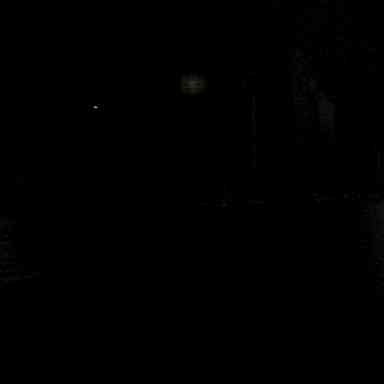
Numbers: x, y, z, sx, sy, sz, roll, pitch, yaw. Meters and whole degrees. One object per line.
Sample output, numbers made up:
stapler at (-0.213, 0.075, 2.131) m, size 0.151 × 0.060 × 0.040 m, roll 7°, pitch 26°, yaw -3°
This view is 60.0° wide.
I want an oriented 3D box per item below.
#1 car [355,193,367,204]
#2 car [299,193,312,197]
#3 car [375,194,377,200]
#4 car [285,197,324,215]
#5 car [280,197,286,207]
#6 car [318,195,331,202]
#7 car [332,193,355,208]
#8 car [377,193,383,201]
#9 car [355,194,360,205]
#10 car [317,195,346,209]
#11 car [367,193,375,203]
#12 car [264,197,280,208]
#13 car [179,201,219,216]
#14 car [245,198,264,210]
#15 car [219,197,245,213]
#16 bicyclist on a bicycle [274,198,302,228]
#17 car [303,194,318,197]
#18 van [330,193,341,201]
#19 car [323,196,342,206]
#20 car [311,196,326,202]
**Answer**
car at (26.764, 1.119, 54.707) m, size 2.192 × 1.841 × 5.009 m, roll 0°, pitch 0°, yaw 35°
car at (19.759, 1.416, 59.564) m, size 1.887 × 1.381 × 4.507 m, roll 0°, pitch 0°, yaw 35°
car at (36.485, 1.303, 68.759) m, size 1.752 × 1.417 × 4.829 m, roll -1°, pitch 0°, yaw 35°
car at (10.726, 1.425, 31.520) m, size 1.947 × 1.339 × 4.313 m, roll 0°, pitch 0°, yaw 35°
car at (13.342, 1.456, 50.288) m, size 1.947 × 1.339 × 4.313 m, roll 0°, pitch 0°, yaw 35°
car at (29.384, 1.428, 73.477) m, size 1.802 × 1.307 × 4.206 m, roll 0°, pitch 0°, yaw 35°
car at (20.348, 1.137, 45.433) m, size 2.192 × 1.841 × 5.009 m, roll 0°, pitch 0°, yaw 35°
car at (42.804, 1.360, 77.893) m, size 1.802 × 1.307 × 4.206 m, roll -1°, pitch 0°, yaw 35°
car at (23.557, 1.379, 50.069) m, size 1.947 × 1.339 × 4.313 m, roll 0°, pitch 0°, yaw 35°
car at (17.141, 1.378, 40.795) m, size 1.887 × 1.381 × 4.507 m, roll 0°, pitch 0°, yaw 35°
car at (33.180, 1.100, 63.983) m, size 2.192 × 1.841 × 5.009 m, roll 0°, pitch 0°, yaw 35°
car at (10.037, 1.427, 45.509) m, size 1.752 × 1.417 × 4.829 m, roll 0°, pitch 0°, yaw 35°
car at (0.510, 1.525, 31.736) m, size 1.802 × 1.307 × 4.206 m, roll 0°, pitch 0°, yaw 35°
car at (6.926, 1.495, 41.012) m, size 1.802 × 1.307 × 4.206 m, roll 0°, pitch 0°, yaw 35°
car at (3.716, 1.367, 36.374) m, size 1.967 × 1.590 × 4.097 m, roll 0°, pitch 0°, yaw 35°
bicyclist on a bicycle at (5.263, 1.177, 18.418) m, size 1.656 × 1.620 × 0.582 m, roll -1°, pitch 0°, yaw 35°
car at (16.826, 1.373, 44.858) m, size 1.812 × 1.442 × 4.674 m, roll -1°, pitch 0°, yaw 35°
van at (35.799, 1.187, 82.755) m, size 1.690 × 1.788 × 3.998 m, roll -1°, pitch 0°, yaw 35°
car at (22.549, 1.335, 53.135) m, size 1.837 × 1.490 × 4.892 m, roll -1°, pitch 0°, yaw 35°
car at (26.177, 1.419, 68.840) m, size 1.947 × 1.339 × 4.313 m, roll 0°, pitch 0°, yaw 35°
